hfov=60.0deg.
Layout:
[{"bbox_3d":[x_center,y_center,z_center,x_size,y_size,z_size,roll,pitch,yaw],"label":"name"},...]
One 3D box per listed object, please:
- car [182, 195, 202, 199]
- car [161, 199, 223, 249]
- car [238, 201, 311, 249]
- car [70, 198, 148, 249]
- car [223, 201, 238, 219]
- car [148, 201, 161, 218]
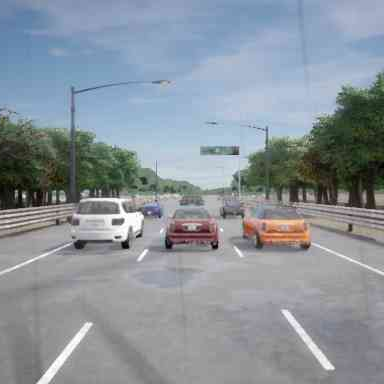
[{"bbox_3d":[0.000,1.274,29.681,2.150,2.045,5.566,0,0,0],"label":"car"},{"bbox_3d":[0.000,1.369,14.621,2.097,1.767,4.553,0,0,0],"label":"car"},{"bbox_3d":[3.500,1.369,14.620,2.097,1.767,4.553,0,0,0],"label":"car"},{"bbox_3d":[-3.500,1.260,14.680,2.150,2.045,5.566,0,0,0],"label":"car"},{"bbox_3d":[3.500,1.512,29.650,2.128,1.511,4.902,0,0,0],"label":"car"},{"bbox_3d":[-3.500,1.549,29.650,1.812,1.442,4.674,0,0,0],"label":"car"}]
